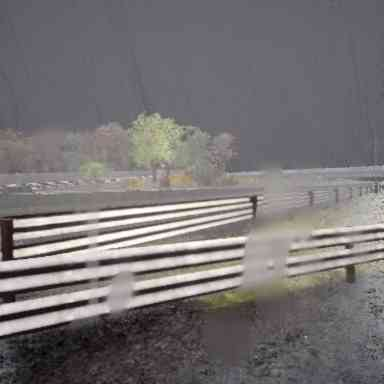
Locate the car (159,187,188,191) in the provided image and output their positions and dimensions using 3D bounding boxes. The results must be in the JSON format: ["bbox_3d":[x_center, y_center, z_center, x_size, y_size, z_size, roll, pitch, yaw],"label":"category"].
[{"bbox_3d":[-2.129,0.144,48.307,2.097,1.767,4.553,0,1,33],"label":"car"}]

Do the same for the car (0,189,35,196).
[{"bbox_3d":[-14.816,0.808,28.343,2.128,1.511,4.902,0,1,32],"label":"car"}]

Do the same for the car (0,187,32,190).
[{"bbox_3d":[-17.410,0.537,30.792,2.150,2.045,5.566,0,1,32],"label":"car"}]
